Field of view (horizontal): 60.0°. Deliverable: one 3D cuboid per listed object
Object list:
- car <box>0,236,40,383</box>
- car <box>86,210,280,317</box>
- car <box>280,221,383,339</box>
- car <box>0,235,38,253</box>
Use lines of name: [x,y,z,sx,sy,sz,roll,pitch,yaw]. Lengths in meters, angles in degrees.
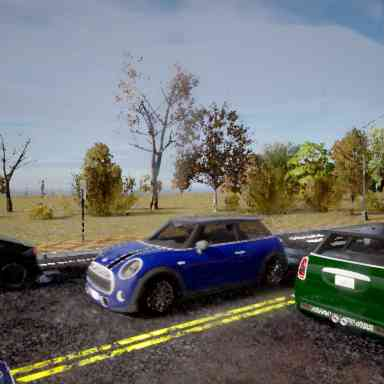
car: [-3.061,1.352,1.199,4.553,1.767,2.097,0,0,-36]
car: [0.016,1.350,7.582,4.553,1.767,2.097,0,0,-34]
car: [4.027,1.351,6.137,4.553,1.767,2.097,0,0,-34]
car: [-5.745,1.564,7.529,4.181,1.385,1.994,0,0,-35]
